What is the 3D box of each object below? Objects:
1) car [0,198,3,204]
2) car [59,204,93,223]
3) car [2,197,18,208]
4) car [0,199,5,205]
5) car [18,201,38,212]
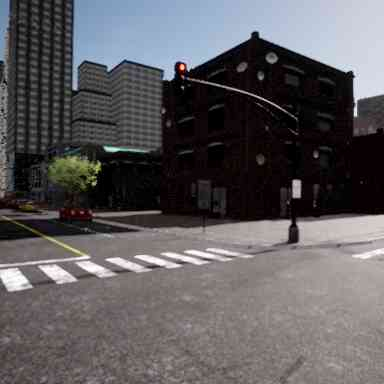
[{"bbox_3d":[-36.288,2.281,65.790,1.802,1.307,4.206,0,-1,-35],"label":"car"},{"bbox_3d":[-9.995,1.735,28.461,1.967,1.590,4.097,1,-1,-35],"label":"car"},{"bbox_3d":[-33.115,2.089,61.259,1.967,1.590,4.097,0,-1,-35],"label":"car"},{"bbox_3d":[-45.905,2.377,79.527,1.752,1.417,4.829,0,-1,-35],"label":"car"},{"bbox_3d":[-22.693,2.012,46.492,1.752,1.417,4.829,0,-1,-35],"label":"car"}]
